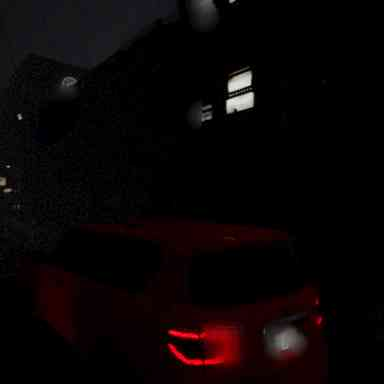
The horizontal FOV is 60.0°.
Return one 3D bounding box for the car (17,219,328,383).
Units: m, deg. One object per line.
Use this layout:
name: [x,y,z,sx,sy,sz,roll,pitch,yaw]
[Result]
car: [-0.886,1.419,4.934,2.150,2.045,5.566,3,-3,-39]
